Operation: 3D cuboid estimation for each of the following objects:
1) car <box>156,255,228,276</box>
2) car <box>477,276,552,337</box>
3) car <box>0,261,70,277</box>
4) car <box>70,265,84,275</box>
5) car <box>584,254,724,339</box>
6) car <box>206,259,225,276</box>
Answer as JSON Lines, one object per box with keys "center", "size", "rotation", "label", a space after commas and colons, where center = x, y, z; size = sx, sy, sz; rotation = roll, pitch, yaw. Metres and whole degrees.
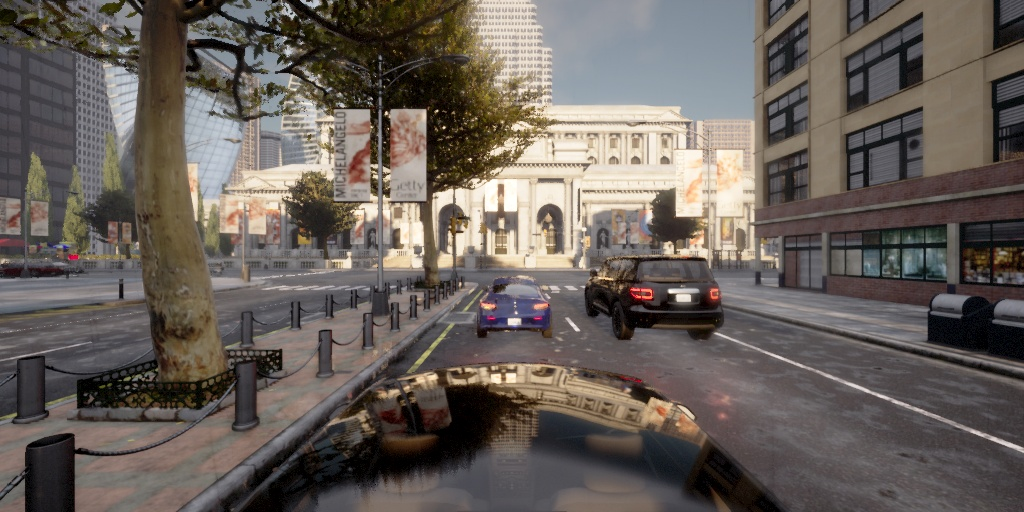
{"center": [-33.559, 0.971, 37.713], "size": [5.566, 2.045, 2.150], "rotation": [0, 0, 0], "label": "car"}
{"center": [0.076, 1.276, 10.150], "size": [1.812, 1.442, 4.674], "rotation": [0, 0, 0], "label": "car"}
{"center": [-46.012, 1.351, 34.213], "size": [4.718, 1.301, 1.895], "rotation": [0, 0, -1], "label": "car"}
{"center": [-48.034, 1.276, 37.588], "size": [4.674, 1.442, 1.812], "rotation": [0, 0, -3], "label": "car"}
{"center": [3.582, 0.971, 10.160], "size": [2.150, 2.045, 5.566], "rotation": [0, 0, 0], "label": "car"}
{"center": [-30.415, 1.241, 34.190], "size": [4.902, 1.511, 2.128], "rotation": [0, 0, 0], "label": "car"}
